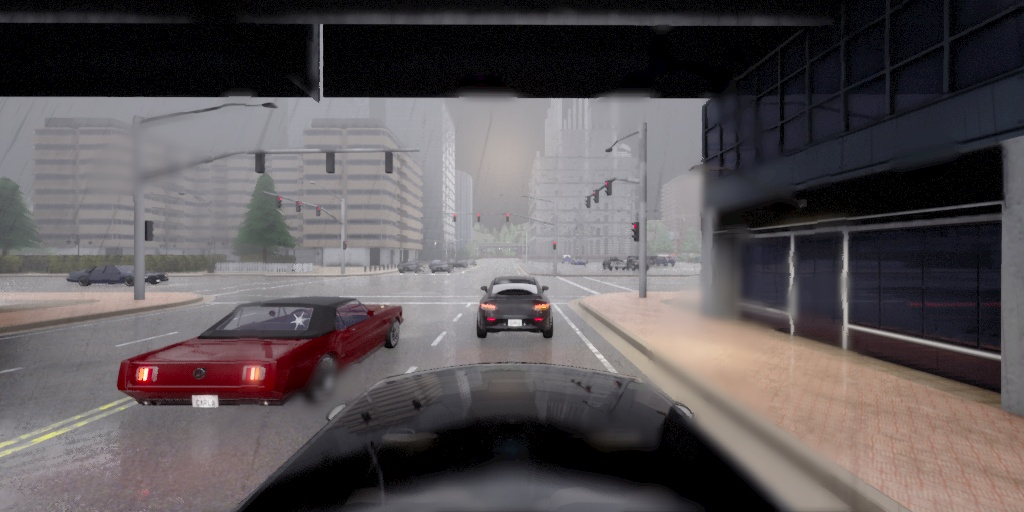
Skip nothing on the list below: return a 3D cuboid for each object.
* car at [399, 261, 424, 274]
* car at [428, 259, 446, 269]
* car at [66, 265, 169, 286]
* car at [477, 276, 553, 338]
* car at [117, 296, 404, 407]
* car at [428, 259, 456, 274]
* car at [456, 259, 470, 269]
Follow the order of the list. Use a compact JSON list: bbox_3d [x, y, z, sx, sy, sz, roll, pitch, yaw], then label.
[{"bbox_3d":[-11.652,1.314,41.774,1.994,1.385,4.181,0,0,3],"label":"car"},{"bbox_3d":[-11.648,1.275,55.697,1.812,1.442,4.674,0,0,0],"label":"car"},{"bbox_3d":[-26.671,1.297,24.318,5.357,1.411,2.033,0,0,0],"label":"car"},{"bbox_3d":[0.074,1.276,10.027,1.812,1.442,4.674,0,0,0],"label":"car"},{"bbox_3d":[-3.439,1.351,6.262,1.895,1.301,4.718,0,0,0],"label":"car"},{"bbox_3d":[-8.033,1.313,41.487,1.994,1.385,4.181,0,0,-1],"label":"car"},{"bbox_3d":[-8.150,1.350,55.950,1.895,1.301,4.718,0,0,0],"label":"car"}]
